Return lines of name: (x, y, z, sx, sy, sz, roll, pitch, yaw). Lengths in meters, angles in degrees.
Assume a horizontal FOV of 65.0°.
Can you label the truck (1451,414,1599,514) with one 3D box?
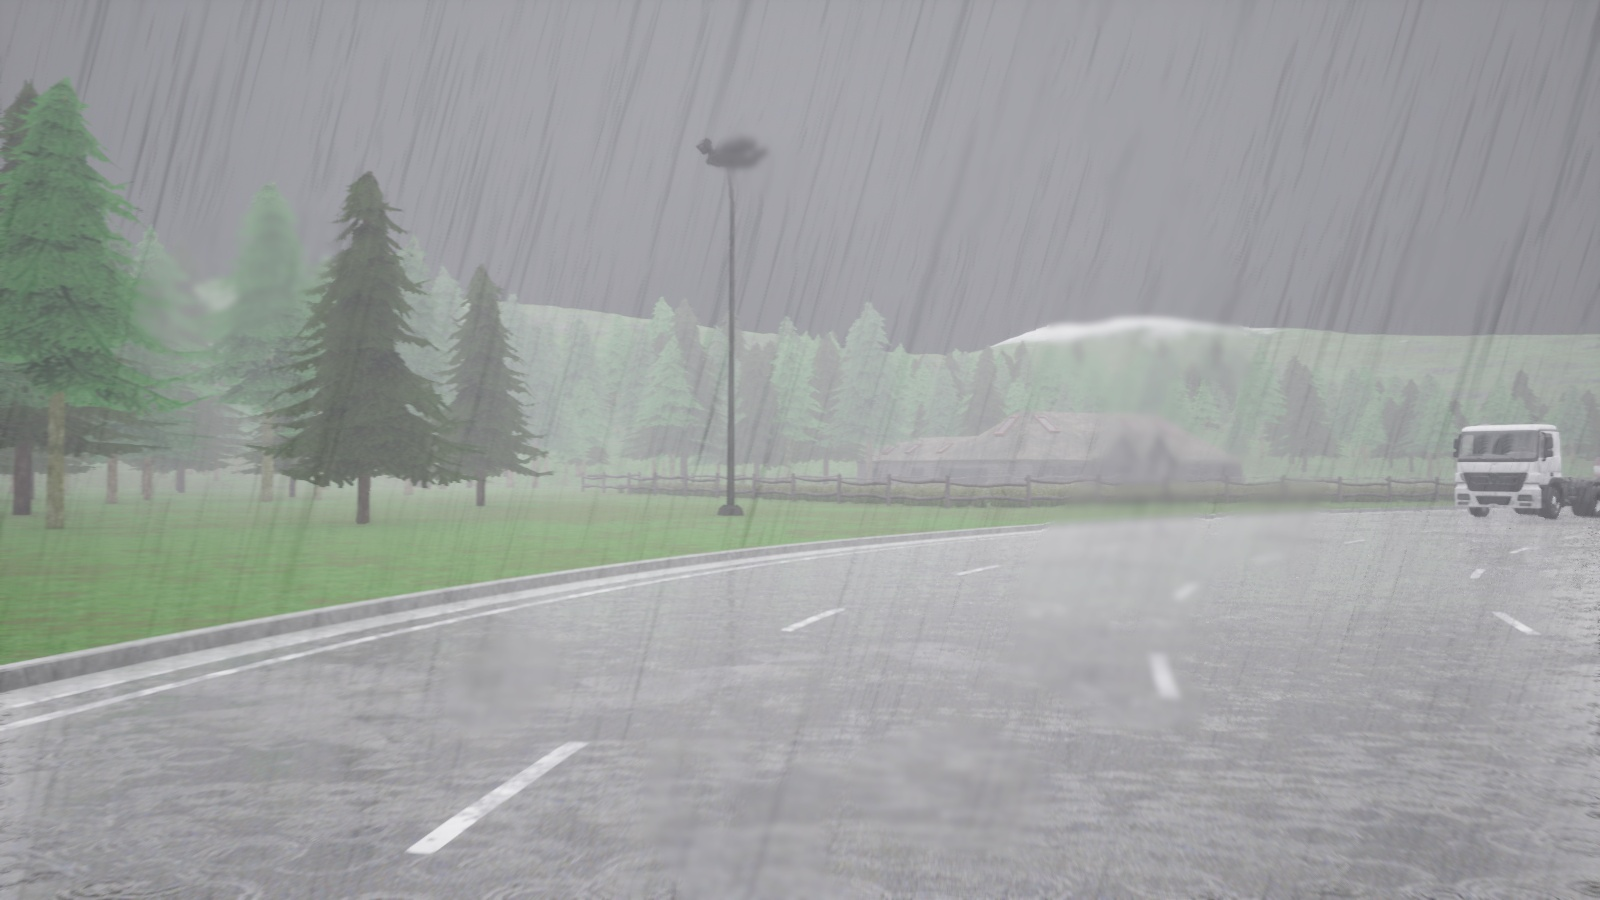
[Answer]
truck: (27.641, 0.534, 46.815, 7.936, 3.462, 2.891, 1, -1, -38)
